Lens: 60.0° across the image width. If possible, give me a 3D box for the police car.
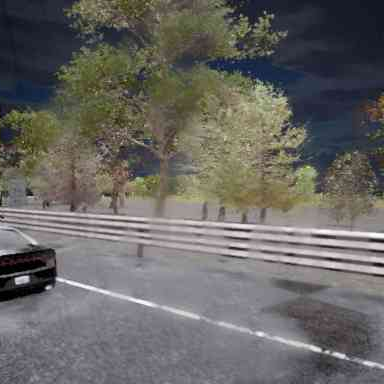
[{"bbox_3d":[-5.197,1.409,7.647,5.238,1.638,1.930,0,0,36],"label":"police car"}]
